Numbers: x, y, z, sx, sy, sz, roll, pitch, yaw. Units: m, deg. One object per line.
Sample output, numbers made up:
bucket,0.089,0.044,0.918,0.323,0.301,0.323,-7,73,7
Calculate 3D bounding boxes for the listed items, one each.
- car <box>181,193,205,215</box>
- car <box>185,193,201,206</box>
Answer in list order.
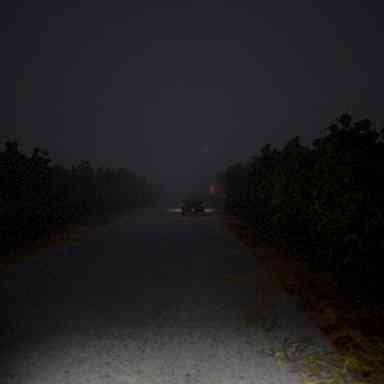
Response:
car,0.084,1.074,27.330,1.812,1.442,4.674,0,1,0
car,0.076,0.916,41.590,1.882,1.535,5.008,0,0,0
